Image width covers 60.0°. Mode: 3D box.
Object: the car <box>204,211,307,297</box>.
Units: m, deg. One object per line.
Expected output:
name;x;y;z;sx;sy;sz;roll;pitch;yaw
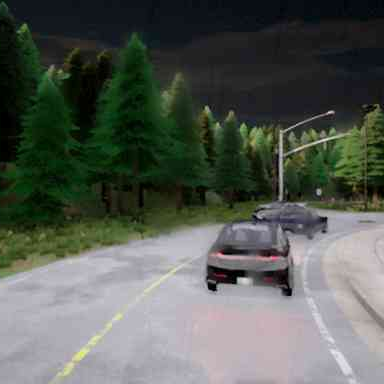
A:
car;1.598;1.475;8.639;2.128;1.511;4.902;0;0;14

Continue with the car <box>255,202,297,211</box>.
car;6.188;1.448;23.570;4.902;1.511;2.128;0;0;-44

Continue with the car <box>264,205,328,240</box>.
car;5.590;1.568;17.075;1.895;1.301;4.718;0;0;34
